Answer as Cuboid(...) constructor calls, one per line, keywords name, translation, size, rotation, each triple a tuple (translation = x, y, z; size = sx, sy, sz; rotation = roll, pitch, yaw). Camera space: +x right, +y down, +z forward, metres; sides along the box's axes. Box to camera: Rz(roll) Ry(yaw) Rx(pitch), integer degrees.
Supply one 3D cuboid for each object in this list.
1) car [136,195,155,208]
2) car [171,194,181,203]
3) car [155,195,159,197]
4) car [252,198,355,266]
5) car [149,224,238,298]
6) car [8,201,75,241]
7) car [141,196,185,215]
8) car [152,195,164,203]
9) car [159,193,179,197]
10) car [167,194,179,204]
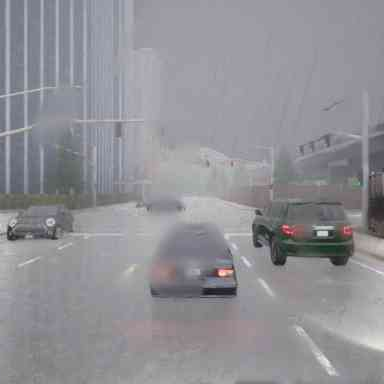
Cuboid(name="car", translation=(-7.075, 1.504, 48.942), size=(1.837, 1.490, 4.892), rotation=(0, 0, 0))
Cuboid(name="car", translation=(-3.475, 1.355, 72.598), size=(2.097, 1.767, 4.553), rotation=(0, 0, 0))
Cuboid(name="car", translation=(-7.059, 1.352, 58.134), size=(2.097, 1.767, 4.553), rotation=(0, 0, 0))
Cuboid(name="car", translation=(3.575, 1.221, 11.716), size=(2.150, 2.045, 5.566), rotation=(0, 0, 1))
Cuboid(name="car", translation=(0.058, 1.547, 8.683), size=(2.033, 1.411, 5.357), rotation=(0, 0, 1))
Cuboid(name="car", translation=(-7.331, 1.350, 16.632), size=(2.097, 1.767, 4.553), rotation=(0, 0, -7))
Cuboid(name="car", translation=(-2.653, 1.535, 34.588), size=(1.837, 1.490, 4.892), rotation=(2, 1, 38))
Cuboid(name="car", translation=(-6.977, 1.492, 68.988), size=(2.128, 1.511, 4.902), rotation=(0, 0, 0))
Cuboid(name="car", translation=(-3.570, 1.221, 52.869), size=(2.150, 2.045, 5.566), rotation=(0, 0, 0))
Cuboid(name="car", translation=(-3.538, 1.352, 62.564), size=(2.097, 1.767, 4.553), rotation=(0, 0, 0))
